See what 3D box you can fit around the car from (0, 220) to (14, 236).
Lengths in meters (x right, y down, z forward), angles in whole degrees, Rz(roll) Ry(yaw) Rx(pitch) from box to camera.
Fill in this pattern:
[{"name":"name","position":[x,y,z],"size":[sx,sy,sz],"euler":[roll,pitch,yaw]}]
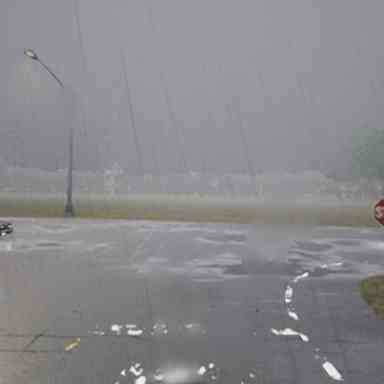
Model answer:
[{"name":"car","position":[-11.206,1.452,15.187],"size":[5.357,1.411,2.033],"euler":[1,1,0]}]
